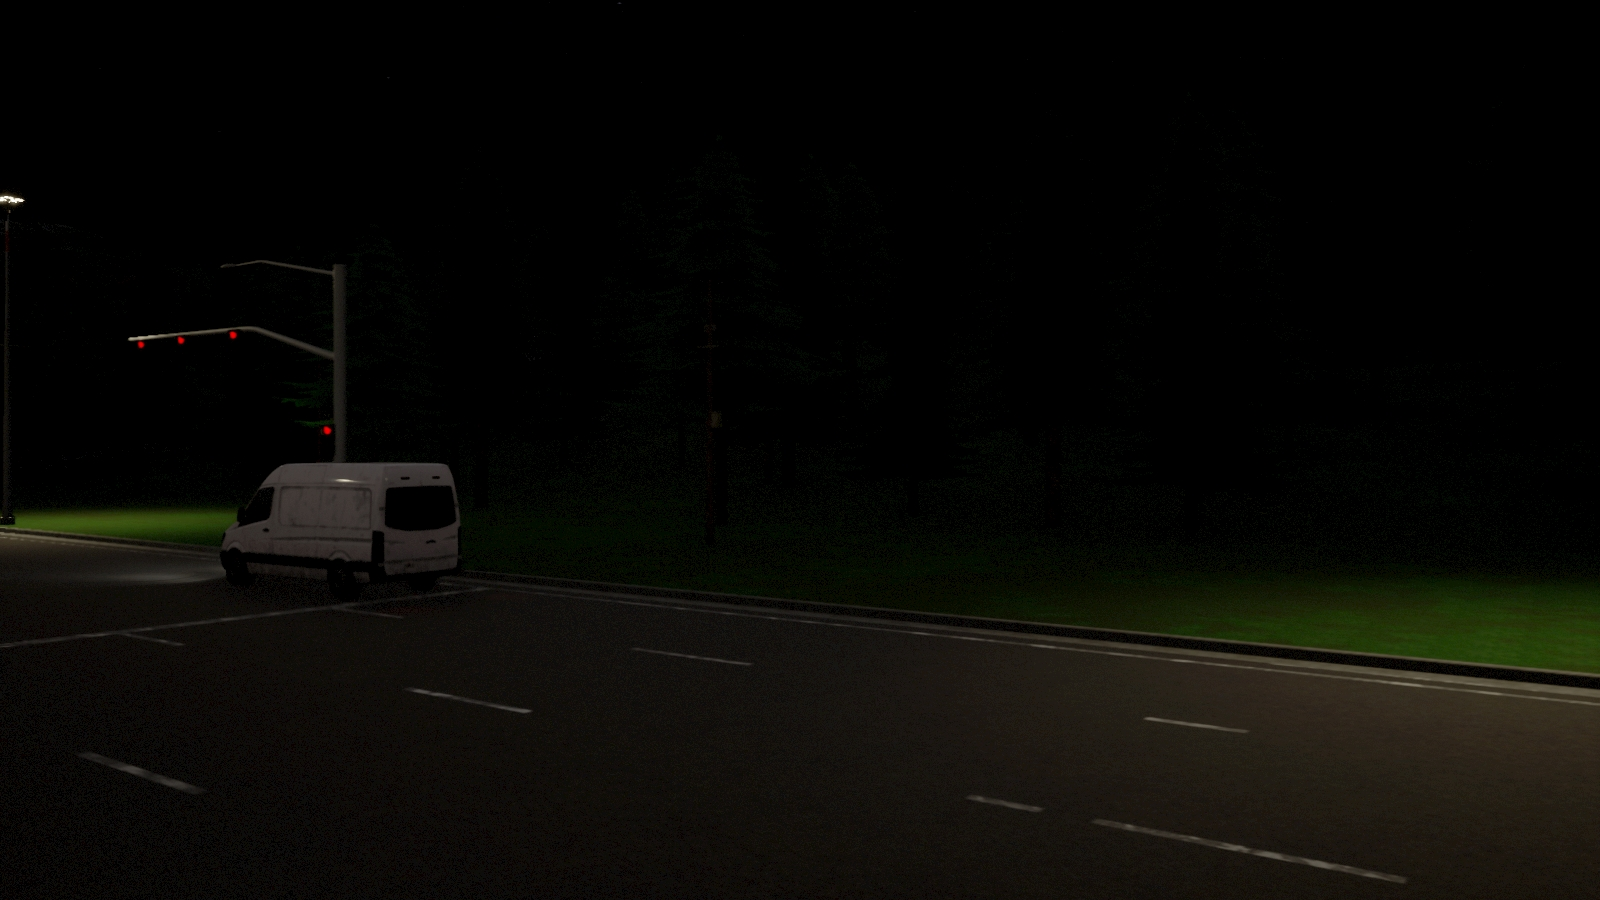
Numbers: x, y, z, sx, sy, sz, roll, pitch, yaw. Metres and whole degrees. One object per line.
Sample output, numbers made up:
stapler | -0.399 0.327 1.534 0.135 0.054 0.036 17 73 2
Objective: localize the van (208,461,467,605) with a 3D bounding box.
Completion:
van | -9.498 1.532 23.218 5.915 2.561 1.988 0 0 35
